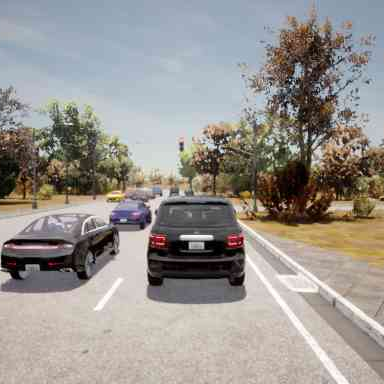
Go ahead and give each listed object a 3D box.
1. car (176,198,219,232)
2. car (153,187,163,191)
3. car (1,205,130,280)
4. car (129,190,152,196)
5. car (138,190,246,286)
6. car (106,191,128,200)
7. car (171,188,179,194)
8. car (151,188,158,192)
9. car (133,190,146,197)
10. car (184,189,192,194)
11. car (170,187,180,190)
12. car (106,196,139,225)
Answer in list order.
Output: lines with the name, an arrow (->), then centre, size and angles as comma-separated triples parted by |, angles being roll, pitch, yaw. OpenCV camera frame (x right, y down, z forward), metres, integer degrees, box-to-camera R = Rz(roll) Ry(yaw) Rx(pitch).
car -> 0.144, 1.166, 18.906 | 2.128, 1.511, 4.902 | 0, 1, -3
car -> -7.276, -0.084, 68.974 | 2.150, 2.045, 5.566 | 0, 1, -1
car -> -3.398, 1.350, 9.513 | 2.128, 1.511, 4.902 | 0, 1, 0
car -> -7.076, 0.705, 46.176 | 1.994, 1.385, 4.181 | 0, 1, -1
car -> 0.098, 1.086, 9.179 | 2.150, 2.045, 5.566 | 0, 1, 0
car -> -10.608, 0.612, 46.528 | 1.882, 1.535, 5.008 | 0, 1, -2
car -> -4.509, -0.224, 86.975 | 2.128, 1.511, 4.902 | 0, 1, -3
car -> -7.146, 0.496, 54.929 | 1.812, 1.442, 4.674 | 0, 1, -1
car -> -10.767, 0.269, 68.476 | 1.994, 1.385, 4.181 | 0, 1, -1
car -> -1.014, -0.201, 87.174 | 1.994, 1.385, 4.181 | 0, 1, -3
car -> -4.013, -0.239, 76.547 | 2.150, 2.045, 5.566 | 0, 1, -2
car -> -3.393, 1.203, 18.779 | 1.812, 1.442, 4.674 | 0, 1, 0
